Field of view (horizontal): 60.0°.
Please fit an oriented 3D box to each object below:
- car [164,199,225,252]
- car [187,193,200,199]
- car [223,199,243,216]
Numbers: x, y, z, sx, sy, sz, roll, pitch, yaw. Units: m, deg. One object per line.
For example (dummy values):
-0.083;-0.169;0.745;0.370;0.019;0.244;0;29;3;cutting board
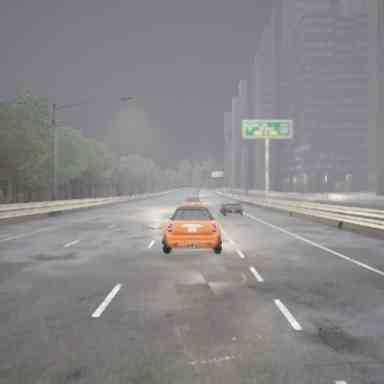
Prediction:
0.015;1.344;13.910;2.097;1.767;4.553;0;0;0;car
0.104;1.306;33.584;2.097;1.767;4.553;0;0;0;car
3.694;1.452;31.808;2.128;1.511;4.902;0;0;0;car
